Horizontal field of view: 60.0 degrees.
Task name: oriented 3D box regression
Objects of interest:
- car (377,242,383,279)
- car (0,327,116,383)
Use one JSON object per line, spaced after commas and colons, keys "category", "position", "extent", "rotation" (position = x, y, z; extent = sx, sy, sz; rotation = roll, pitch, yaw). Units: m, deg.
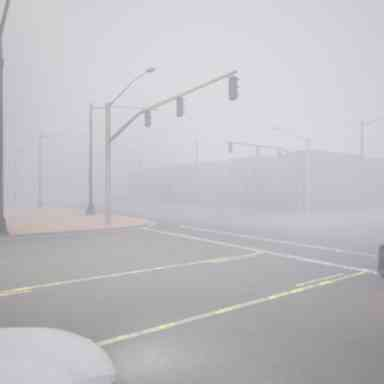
{"category": "car", "position": [6.627, 1.515, 8.929], "extent": [4.892, 1.490, 1.837], "rotation": [0, 1, -42]}
{"category": "car", "position": [-2.710, 1.525, 1.810], "extent": [4.674, 1.442, 1.812], "rotation": [0, 0, -35]}
